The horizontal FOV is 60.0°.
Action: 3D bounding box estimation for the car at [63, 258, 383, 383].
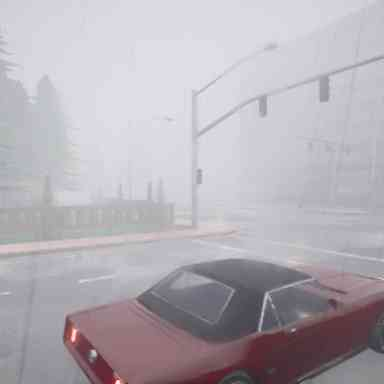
[{"bbox_3d":[0.950,1.592,4.442,4.718,1.301,1.895,0,0,-35],"label":"car"}]
